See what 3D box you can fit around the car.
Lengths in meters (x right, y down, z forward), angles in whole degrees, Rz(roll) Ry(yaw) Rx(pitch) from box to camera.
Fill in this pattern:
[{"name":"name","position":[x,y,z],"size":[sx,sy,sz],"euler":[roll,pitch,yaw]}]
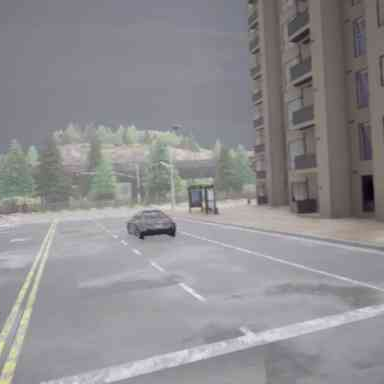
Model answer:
[{"name":"car","position":[-2.324,1.695,18.286],"size":[1.994,1.385,4.181],"euler":[-3,0,-21]}]
